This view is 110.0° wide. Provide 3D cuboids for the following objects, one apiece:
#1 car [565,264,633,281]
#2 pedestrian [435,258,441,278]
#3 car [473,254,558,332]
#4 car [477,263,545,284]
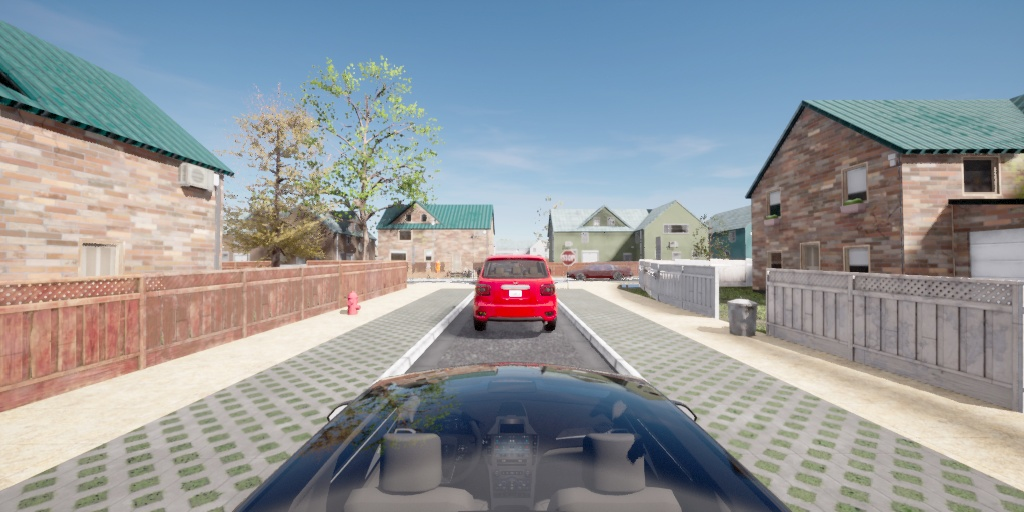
[{"bbox_3d":[7.139,1.323,29.595,5.357,1.411,2.033,-1,-1,1],"label":"car"},{"bbox_3d":[-6.753,1.121,32.678,0.375,1.860,0.375,0,-1,1],"label":"pedestrian"},{"bbox_3d":[0.085,0.976,11.073,2.150,2.045,5.566,0,0,0],"label":"car"},{"bbox_3d":[-0.095,1.294,26.725,4.892,1.490,1.837,0,-1,1],"label":"car"}]
